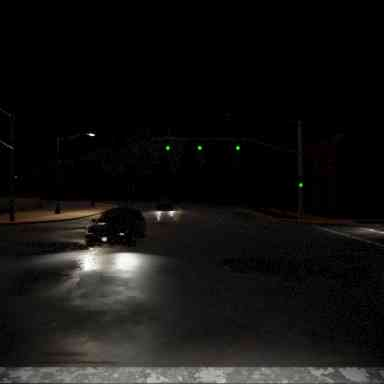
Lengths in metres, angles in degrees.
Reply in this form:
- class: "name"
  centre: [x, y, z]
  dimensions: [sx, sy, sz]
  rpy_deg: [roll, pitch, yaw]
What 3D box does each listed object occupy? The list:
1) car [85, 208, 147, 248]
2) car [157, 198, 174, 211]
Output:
- class: "car"
  centre: [-3.217, 1.522, 14.924]
  dimensions: [1.837, 1.490, 4.892]
  rpy_deg: [0, 0, 2]
- class: "car"
  centre: [-3.295, 1.486, 41.087]
  dimensions: [1.882, 1.535, 5.008]
  rpy_deg: [0, 0, -3]
